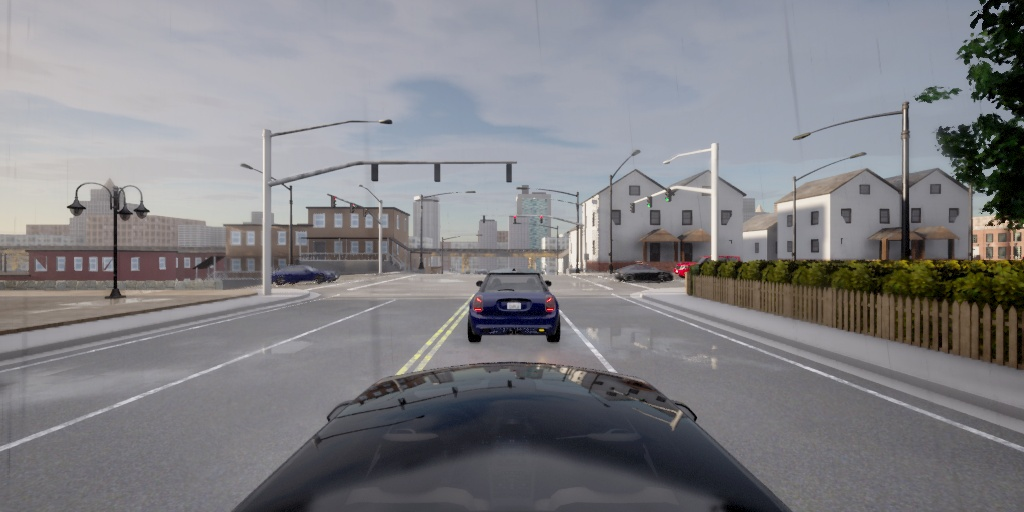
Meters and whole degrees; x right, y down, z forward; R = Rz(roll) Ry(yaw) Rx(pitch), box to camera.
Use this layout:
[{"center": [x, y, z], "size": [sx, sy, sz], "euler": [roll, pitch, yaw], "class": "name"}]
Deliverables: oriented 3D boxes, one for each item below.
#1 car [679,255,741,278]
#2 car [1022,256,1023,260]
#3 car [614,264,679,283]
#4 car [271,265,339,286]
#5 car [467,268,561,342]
[{"center": [17.029, 0.971, 31.031], "size": [5.566, 2.045, 2.150], "euler": [0, 0, -1], "class": "car"}, {"center": [42.772, 0.971, 27.757], "size": [5.566, 2.045, 2.150], "euler": [0, 0, -1], "class": "car"}, {"center": [9.950, 1.315, 27.211], "size": [4.181, 1.385, 1.994], "euler": [0, 0, -1], "class": "car"}, {"center": [-15.493, 1.410, 26.817], "size": [4.674, 1.442, 1.812], "euler": [-3, 0, -1], "class": "car"}, {"center": [0.051, 1.102, 9.905], "size": [2.097, 1.767, 4.553], "euler": [0, 0, 0], "class": "car"}]
